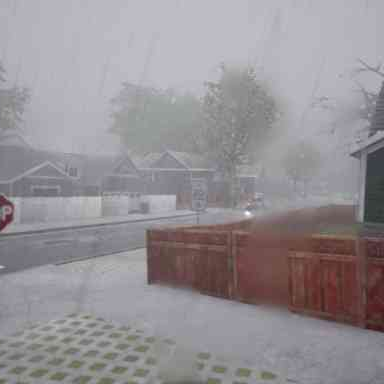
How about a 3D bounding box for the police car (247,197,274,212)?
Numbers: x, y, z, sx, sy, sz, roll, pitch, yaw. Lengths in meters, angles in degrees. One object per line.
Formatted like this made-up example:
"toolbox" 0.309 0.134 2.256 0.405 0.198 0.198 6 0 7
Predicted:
"police car" 7.901 1.386 38.369 2.038 1.542 4.974 3 2 30
